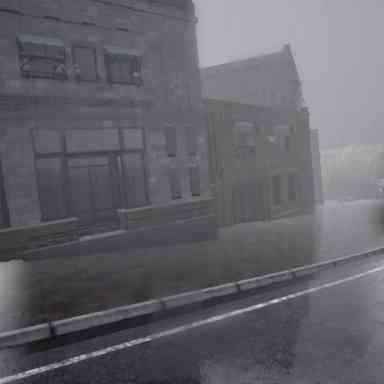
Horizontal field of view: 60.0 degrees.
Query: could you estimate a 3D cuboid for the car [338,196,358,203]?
[{"bbox_3d":[31.226,1.421,66.748,1.994,1.385,4.181,-6,-2,-7],"label":"car"}]
